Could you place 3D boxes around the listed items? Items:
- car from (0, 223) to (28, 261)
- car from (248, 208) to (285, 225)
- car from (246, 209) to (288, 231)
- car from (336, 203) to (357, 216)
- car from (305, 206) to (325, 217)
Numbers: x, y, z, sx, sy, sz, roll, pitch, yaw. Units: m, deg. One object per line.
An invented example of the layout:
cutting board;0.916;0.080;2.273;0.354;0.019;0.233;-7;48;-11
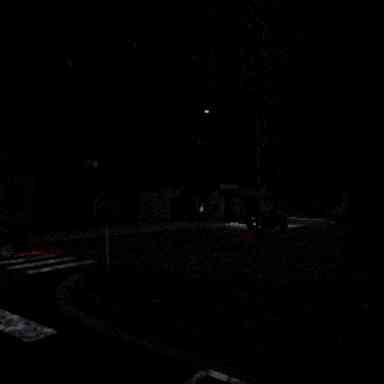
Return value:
car;-8.325;1.768;11.552;1.837;1.490;4.892;-1;-2;36
car;7.632;2.443;33.664;1.837;1.490;4.892;-1;-2;36
car;6.025;2.201;26.406;2.128;1.511;4.902;-1;-2;36
car;23.479;2.643;50.612;2.150;2.045;5.566;-1;-2;36
car;17.621;2.674;47.359;1.812;1.442;4.674;-1;-2;36
